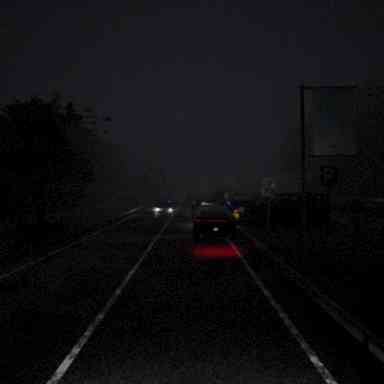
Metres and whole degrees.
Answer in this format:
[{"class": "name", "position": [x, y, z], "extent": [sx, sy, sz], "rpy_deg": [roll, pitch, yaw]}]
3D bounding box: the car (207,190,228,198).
[{"class": "car", "position": [5.638, 0.449, 74.095], "extent": [4.553, 1.767, 2.185], "rpy_deg": [0, 1, 0]}]

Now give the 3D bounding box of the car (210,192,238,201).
[{"class": "car", "position": [5.681, 0.813, 60.083], "extent": [4.892, 1.521, 2.231], "rpy_deg": [0, 1, 0]}]

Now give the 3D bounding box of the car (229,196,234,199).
[{"class": "car", "position": [5.548, 1.281, 23.634], "extent": [5.366, 1.575, 1.946], "rpy_deg": [0, 1, 0]}]

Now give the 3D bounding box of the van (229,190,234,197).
[{"class": "van", "position": [5.843, 1.007, 29.238], "extent": [4.442, 1.987, 1.878], "rpy_deg": [0, 1, 0]}]

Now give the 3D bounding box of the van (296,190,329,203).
[{"class": "van", "position": [18.893, 0.720, 52.252], "extent": [4.442, 1.987, 1.878], "rpy_deg": [0, 1, 0]}]

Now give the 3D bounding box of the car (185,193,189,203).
[{"class": "car", "position": [0.004, 0.928, 51.752], "extent": [1.882, 1.535, 5.008], "rpy_deg": [0, 1, 0]}]

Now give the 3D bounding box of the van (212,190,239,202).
[{"class": "van", "position": [5.807, 0.634, 57.276], "extent": [4.442, 1.987, 1.878], "rpy_deg": [0, 1, 0]}]

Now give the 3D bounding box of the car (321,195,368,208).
[{"class": "car", "position": [18.761, 1.144, 41.145], "extent": [4.792, 1.488, 2.163], "rpy_deg": [0, 1, 0]}]

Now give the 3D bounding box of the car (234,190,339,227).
[{"class": "car", "position": [5.709, 1.058, 20.828], "extent": [5.566, 2.045, 2.435], "rpy_deg": [0, 1, 0]}]

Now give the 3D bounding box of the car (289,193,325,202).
[{"class": "car", "position": [18.959, 0.896, 55.029], "extent": [5.366, 1.575, 1.946], "rpy_deg": [0, 1, 0]}]

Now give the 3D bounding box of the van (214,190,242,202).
[{"class": "van", "position": [5.811, 0.681, 54.473], "extent": [4.442, 1.987, 1.878], "rpy_deg": [0, 1, 0]}]

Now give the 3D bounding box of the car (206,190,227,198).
[{"class": "car", "position": [5.634, 0.402, 76.898], "extent": [4.553, 1.767, 2.185], "rpy_deg": [0, 1, 0]}]

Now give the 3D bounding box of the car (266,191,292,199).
[{"class": "car", "position": [18.758, 0.619, 71.683], "extent": [4.892, 1.521, 2.231], "rpy_deg": [0, 1, 0]}]

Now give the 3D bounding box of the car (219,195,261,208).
[{"class": "car", "position": [5.741, 1.150, 40.455], "extent": [4.792, 1.488, 2.163], "rpy_deg": [0, 1, 0]}]

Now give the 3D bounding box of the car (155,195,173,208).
[{"class": "car", "position": [-3.340, 1.076, 40.751], "extent": [1.882, 1.535, 5.008], "rpy_deg": [0, 1, 0]}]

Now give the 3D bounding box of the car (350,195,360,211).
[{"class": "car", "position": [18.796, 1.203, 32.818], "extent": [4.892, 1.521, 2.231], "rpy_deg": [0, 1, 0]}]

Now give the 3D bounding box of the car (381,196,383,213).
[{"class": "car", "position": [18.814, 1.252, 27.268], "extent": [5.008, 1.535, 2.097], "rpy_deg": [0, 1, 0]}]

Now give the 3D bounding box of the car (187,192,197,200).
[{"class": "car", "position": [0.005, 0.718, 66.773], "extent": [1.837, 1.490, 4.892], "rpy_deg": [0, 1, 0]}]

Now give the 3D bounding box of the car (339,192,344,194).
[{"class": "car", "position": [18.979, 1.141, 38.373], "extent": [5.366, 1.575, 1.946], "rpy_deg": [0, 1, 0]}]

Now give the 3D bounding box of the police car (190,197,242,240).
[{"class": "police car", "position": [0.976, 1.291, 16.236], "extent": [1.930, 1.638, 5.238], "rpy_deg": [0, 1, 0]}]

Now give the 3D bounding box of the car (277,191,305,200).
[{"class": "car", "position": [18.793, 0.633, 63.355], "extent": [4.553, 1.767, 2.185], "rpy_deg": [0, 1, 0]}]

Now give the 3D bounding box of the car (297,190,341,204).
[{"class": "car", "position": [18.809, 0.742, 49.475], "extent": [5.566, 2.045, 2.435], "rpy_deg": [0, 1, 0]}]

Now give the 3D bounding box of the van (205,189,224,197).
[{"class": "van", "position": [5.542, 0.207, 82.502], "extent": [4.442, 1.987, 1.878], "rpy_deg": [0, 1, 0]}]

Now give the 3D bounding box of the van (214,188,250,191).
[{"class": "van", "position": [5.818, 0.775, 48.869], "extent": [4.442, 1.987, 1.878], "rpy_deg": [0, 1, 0]}]

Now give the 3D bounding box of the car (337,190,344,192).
[{"class": "car", "position": [18.755, 0.784, 46.699], "extent": [5.566, 2.045, 2.435], "rpy_deg": [0, 1, 0]}]

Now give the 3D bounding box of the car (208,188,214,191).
[{"class": "car", "position": [5.670, 0.703, 51.669], "extent": [5.566, 2.045, 2.435], "rpy_deg": [0, 1, 0]}]

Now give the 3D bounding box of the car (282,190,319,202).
[{"class": "car", "position": [18.798, 0.601, 57.801], "extent": [5.566, 2.045, 2.435], "rpy_deg": [0, 1, 0]}]

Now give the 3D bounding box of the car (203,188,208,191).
[{"class": "car", "position": [5.648, 0.418, 68.487], "extent": [5.566, 2.045, 2.435], "rpy_deg": [0, 1, 0]}]

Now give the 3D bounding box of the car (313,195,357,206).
[{"class": "car", "position": [18.816, 1.105, 43.928], "extent": [4.792, 1.488, 2.163], "rpy_deg": [0, 1, 0]}]

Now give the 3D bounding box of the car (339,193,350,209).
[{"class": "car", "position": [18.793, 1.174, 35.596], "extent": [5.008, 1.535, 2.097], "rpy_deg": [0, 1, 0]}]

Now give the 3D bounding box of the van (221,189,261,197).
[{"class": "van", "position": [5.603, 0.955, 34.848], "extent": [4.442, 1.987, 1.878], "rpy_deg": [0, 1, 0]}]

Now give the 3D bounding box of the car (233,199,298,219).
[{"class": "car", "position": [5.733, 1.298, 26.437], "extent": [4.674, 1.452, 2.002], "rpy_deg": [0, 1, 0]}]

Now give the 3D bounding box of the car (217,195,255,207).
[{"class": "car", "position": [5.706, 1.123, 43.263], "extent": [4.674, 1.452, 2.002], "rpy_deg": [0, 1, 0]}]

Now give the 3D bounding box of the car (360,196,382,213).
[{"class": "car", "position": [18.776, 0.976, 30.042], "extent": [5.566, 2.045, 2.435], "rpy_deg": [0, 1, 0]}]

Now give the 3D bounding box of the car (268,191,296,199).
[{"class": "car", "position": [18.570, 0.661, 68.906], "extent": [5.366, 1.575, 1.946], "rpy_deg": [0, 1, 0]}]

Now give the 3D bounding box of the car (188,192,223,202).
[{"class": "car", "position": [0.977, 1.119, 26.107], "extent": [2.097, 1.767, 4.553], "rpy_deg": [0, 1, 0]}]
